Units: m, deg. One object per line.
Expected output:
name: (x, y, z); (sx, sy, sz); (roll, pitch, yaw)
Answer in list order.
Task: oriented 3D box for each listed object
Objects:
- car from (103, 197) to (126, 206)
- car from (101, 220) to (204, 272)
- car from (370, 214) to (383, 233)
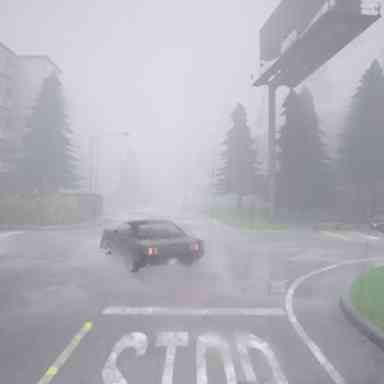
car: (-13.342, 1.523, 55.850); (5.357, 1.411, 2.033); (0, 0, 44)
car: (-1.535, 1.550, 10.724); (1.895, 1.301, 4.718); (0, 0, -28)
car: (11.104, 1.322, 15.848); (4.892, 1.490, 1.837); (0, 0, -1)
